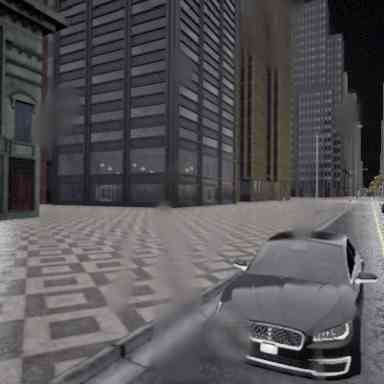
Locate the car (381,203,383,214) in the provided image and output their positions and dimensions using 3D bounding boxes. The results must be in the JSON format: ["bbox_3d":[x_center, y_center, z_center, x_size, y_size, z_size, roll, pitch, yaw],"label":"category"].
[{"bbox_3d":[22.591,1.701,37.730,2.033,1.411,5.357,0,0,28],"label":"car"}]

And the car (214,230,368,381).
[{"bbox_3d":[2.009,1.522,5.885,1.837,1.490,4.892,0,0,28],"label":"car"}]
